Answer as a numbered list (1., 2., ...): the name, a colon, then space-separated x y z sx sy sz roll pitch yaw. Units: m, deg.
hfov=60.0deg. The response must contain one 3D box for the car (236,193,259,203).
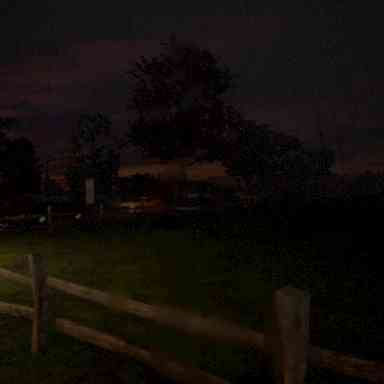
1. car: 8.504 0.876 50.628 1.882 1.535 5.008 -1 0 37

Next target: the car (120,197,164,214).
1. car: -4.863 1.259 32.714 1.882 1.535 5.008 -1 1 37

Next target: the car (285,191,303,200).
1. car: 18.027 0.681 58.641 1.837 1.490 4.892 -1 1 36

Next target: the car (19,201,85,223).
1. car: -10.463 1.452 25.165 1.837 1.490 4.892 -1 1 37

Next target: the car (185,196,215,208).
1. car: 1.035 1.175 40.638 1.994 1.385 4.181 -1 1 38
